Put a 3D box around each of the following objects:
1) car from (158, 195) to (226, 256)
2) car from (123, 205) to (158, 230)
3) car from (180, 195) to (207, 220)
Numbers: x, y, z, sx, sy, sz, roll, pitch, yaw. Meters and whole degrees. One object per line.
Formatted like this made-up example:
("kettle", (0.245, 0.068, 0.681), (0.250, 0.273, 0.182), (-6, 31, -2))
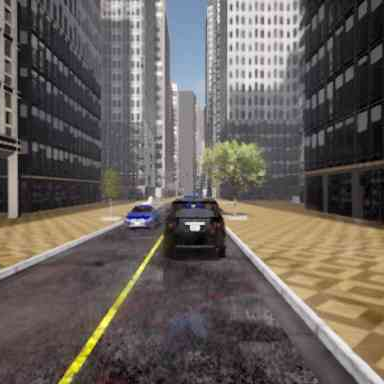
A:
("car", (0.097, 1.243, 13.274), (2.150, 2.045, 5.566), (0, 0, 0))
("car", (-3.100, 1.562, 21.279), (1.812, 1.442, 4.674), (0, 0, 0))
("car", (0.099, 1.276, 29.638), (2.150, 2.045, 5.566), (0, 0, 0))
